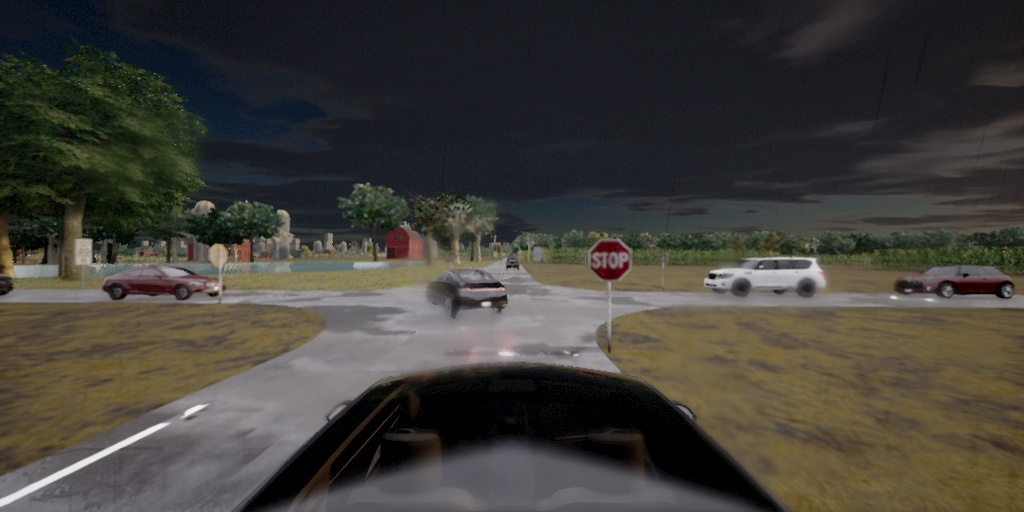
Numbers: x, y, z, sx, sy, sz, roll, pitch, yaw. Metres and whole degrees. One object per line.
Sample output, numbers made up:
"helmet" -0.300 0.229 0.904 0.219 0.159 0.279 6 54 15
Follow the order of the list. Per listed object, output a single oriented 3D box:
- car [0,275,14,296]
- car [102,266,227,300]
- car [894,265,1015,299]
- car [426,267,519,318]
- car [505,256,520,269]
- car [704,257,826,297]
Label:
"car" -25.702 1.090 16.096 5.008 1.535 1.882 0 -1 -1
"car" -15.491 1.172 16.072 4.674 1.442 1.812 0 -1 1
"car" 23.333 1.278 19.073 4.553 1.767 2.097 0 -1 0
"car" -1.798 1.214 13.058 2.128 1.511 4.902 0 1 -25
"car" 0.096 1.190 50.858 1.837 1.490 4.892 0 0 0
"car" 13.338 1.074 19.096 5.566 2.045 2.150 0 -1 1
